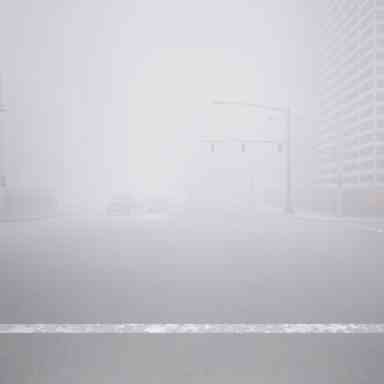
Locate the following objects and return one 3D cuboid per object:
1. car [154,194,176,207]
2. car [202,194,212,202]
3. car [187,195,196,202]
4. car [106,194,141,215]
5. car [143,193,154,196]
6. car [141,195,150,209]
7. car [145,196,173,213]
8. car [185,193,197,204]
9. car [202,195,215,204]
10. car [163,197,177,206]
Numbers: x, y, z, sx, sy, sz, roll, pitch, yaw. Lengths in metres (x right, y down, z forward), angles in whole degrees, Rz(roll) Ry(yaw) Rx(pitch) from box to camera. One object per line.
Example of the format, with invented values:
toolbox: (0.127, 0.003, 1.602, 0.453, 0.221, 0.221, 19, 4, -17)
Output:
car: (-3.695, 1.352, 46.690, 2.097, 1.767, 4.553, 0, 0, 0)
car: (3.345, 1.355, 74.593, 2.097, 1.767, 4.553, 0, 0, 0)
car: (-0.158, 1.382, 74.441, 1.994, 1.385, 4.181, 0, 0, 0)
car: (-7.156, 1.221, 34.551, 2.150, 2.045, 5.566, 0, 0, 2)
car: (-7.206, 1.221, 55.326, 2.150, 2.045, 5.566, 0, 0, 0)
car: (-7.195, 1.547, 44.802, 2.033, 1.411, 5.357, 0, 0, 0)
car: (-3.680, 1.491, 37.473, 2.128, 1.511, 4.902, 0, 0, 0)
car: (-0.135, 1.221, 63.770, 2.150, 2.045, 5.566, 0, 0, 0)
car: (3.459, 1.526, 64.690, 1.812, 1.442, 4.674, 0, 0, 0)
car: (-3.707, 1.564, 56.503, 1.994, 1.385, 4.181, 0, 0, 0)
